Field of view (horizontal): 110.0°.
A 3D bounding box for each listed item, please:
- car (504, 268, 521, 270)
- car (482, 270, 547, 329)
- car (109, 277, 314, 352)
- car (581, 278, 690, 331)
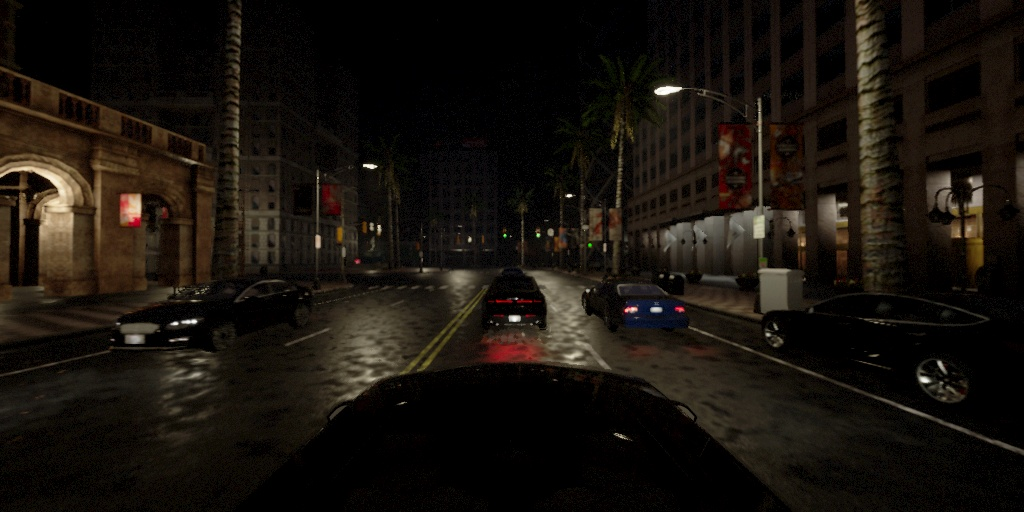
[{"bbox_3d":[0.037,1.537,23.701,1.812,1.442,4.674,0,-1,0],"label":"car"},{"bbox_3d":[0.067,1.374,11.709,1.837,1.490,4.892,0,0,0],"label":"car"},{"bbox_3d":[-7.095,1.331,9.204,2.128,1.511,4.902,0,-1,0],"label":"car"},{"bbox_3d":[3.577,1.412,11.422,2.033,1.411,5.357,0,-1,0],"label":"car"}]
